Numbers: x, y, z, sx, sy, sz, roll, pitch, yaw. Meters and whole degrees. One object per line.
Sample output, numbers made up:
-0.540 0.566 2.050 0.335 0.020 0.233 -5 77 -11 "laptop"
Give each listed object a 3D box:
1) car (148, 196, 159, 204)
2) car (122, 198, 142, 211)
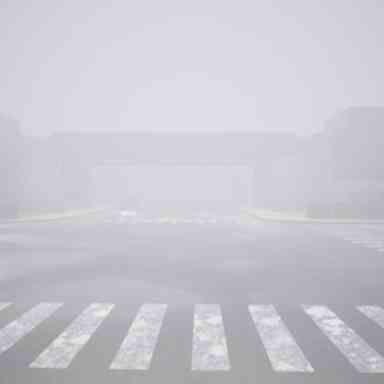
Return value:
-7.510 1.516 65.056 1.837 1.490 4.892 0 0 0 "car"
-7.562 1.503 42.000 2.128 1.511 4.902 0 0 0 "car"
